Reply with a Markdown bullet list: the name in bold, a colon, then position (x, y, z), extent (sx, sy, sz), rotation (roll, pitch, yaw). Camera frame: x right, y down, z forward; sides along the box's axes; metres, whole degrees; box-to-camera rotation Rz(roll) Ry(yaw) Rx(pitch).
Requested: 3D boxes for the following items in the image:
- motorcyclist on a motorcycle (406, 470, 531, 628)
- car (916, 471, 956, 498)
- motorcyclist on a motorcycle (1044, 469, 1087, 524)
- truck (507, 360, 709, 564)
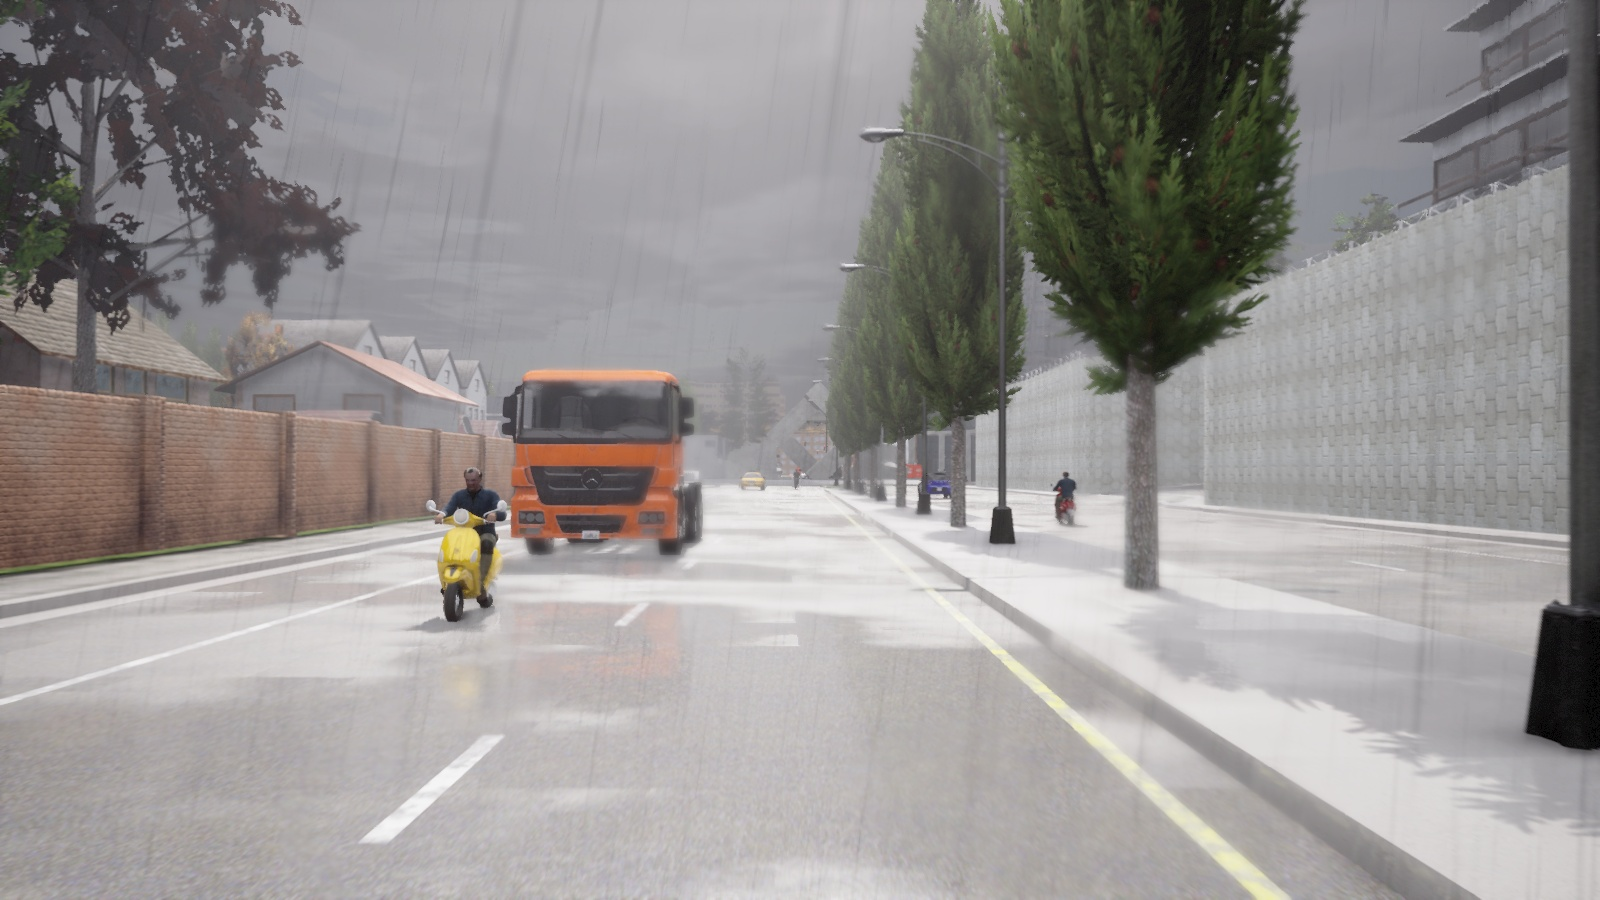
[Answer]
- **motorcyclist on a motorcycle**: position (-3.533, 1.009, 13.550), extent (0.866, 1.590, 1.817), rotation (0, -1, 0)
- **car**: position (7.820, 1.990, 72.584), extent (1.816, 1.474, 4.193), rotation (-1, -1, 0)
- **motorcyclist on a motorcycle**: position (7.909, 1.364, 37.484), extent (0.866, 1.590, 1.817), rotation (0, -1, 0)
- **truck**: position (-3.566, 0.272, 25.385), extent (2.891, 3.462, 7.936), rotation (0, -1, 0)
